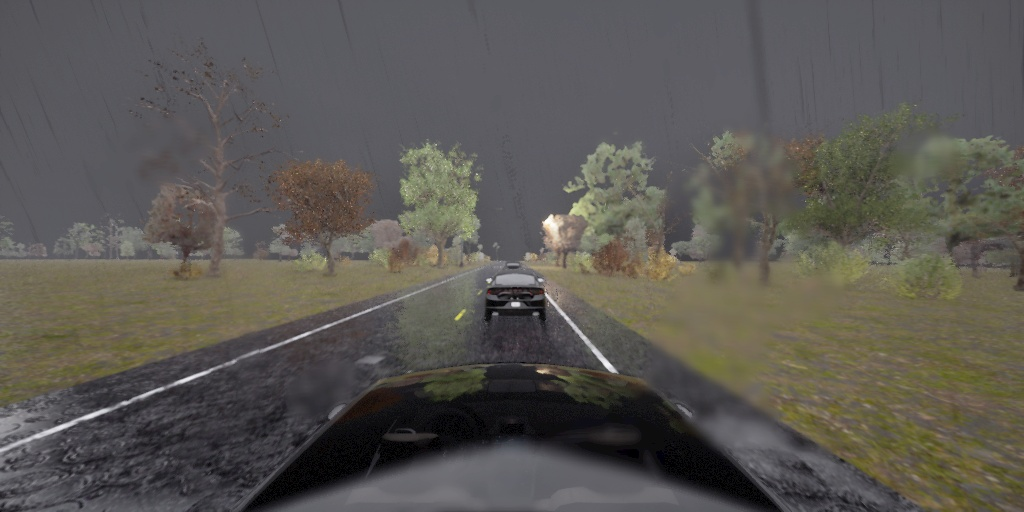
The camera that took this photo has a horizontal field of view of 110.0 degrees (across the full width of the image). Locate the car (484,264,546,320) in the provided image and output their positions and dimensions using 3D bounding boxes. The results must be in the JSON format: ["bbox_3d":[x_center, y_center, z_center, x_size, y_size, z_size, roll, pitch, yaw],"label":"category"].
[{"bbox_3d":[0.103,1.225,12.681,1.882,1.535,5.008,0,0,0],"label":"car"}]

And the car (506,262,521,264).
[{"bbox_3d":[0.107,1.264,32.740,1.837,1.490,4.892,0,0,0],"label":"car"}]
